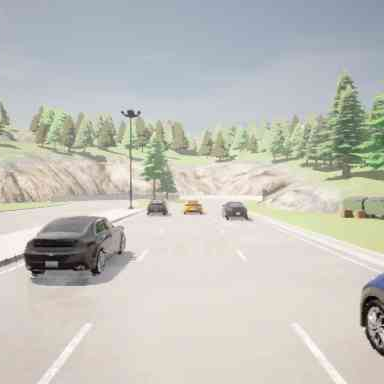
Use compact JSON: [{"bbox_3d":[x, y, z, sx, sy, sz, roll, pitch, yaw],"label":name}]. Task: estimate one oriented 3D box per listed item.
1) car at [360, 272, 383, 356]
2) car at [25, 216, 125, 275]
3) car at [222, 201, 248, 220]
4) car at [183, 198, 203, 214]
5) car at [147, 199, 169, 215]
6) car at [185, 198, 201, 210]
[{"bbox_3d":[3.596,1.353,3.211,2.097,1.767,4.553,0,0,0],"label":"car"},{"bbox_3d":[-3.400,1.504,10.483,1.837,1.490,4.892,0,0,0],"label":"car"},{"bbox_3d":[3.600,1.526,28.236,1.812,1.442,4.674,0,0,0],"label":"car"},{"bbox_3d":[0.097,1.478,34.686,1.882,1.535,5.008,0,0,0],"label":"car"},{"bbox_3d":[-3.399,1.491,33.656,2.128,1.511,4.902,0,0,0],"label":"car"},{"bbox_3d":[0.139,1.547,44.514,2.033,1.411,5.357,0,0,1],"label":"car"}]
